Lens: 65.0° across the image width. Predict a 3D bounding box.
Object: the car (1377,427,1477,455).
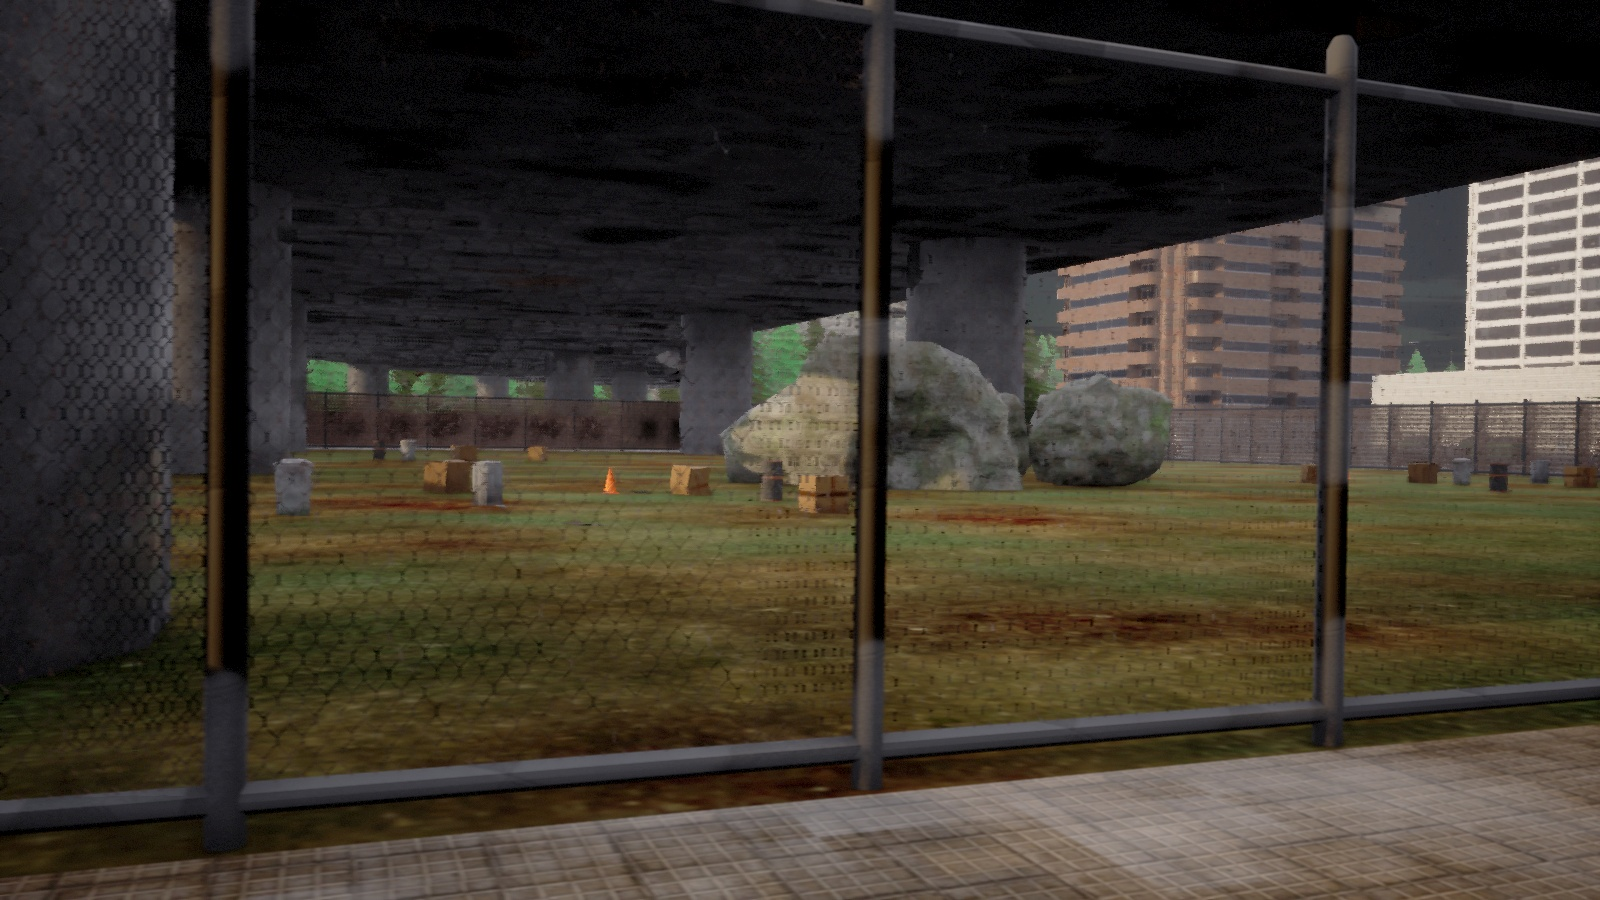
[{"bbox_3d":[35.093,-0.530,70.426,2.128,1.511,4.902,-1,1,-21],"label":"car"}]
